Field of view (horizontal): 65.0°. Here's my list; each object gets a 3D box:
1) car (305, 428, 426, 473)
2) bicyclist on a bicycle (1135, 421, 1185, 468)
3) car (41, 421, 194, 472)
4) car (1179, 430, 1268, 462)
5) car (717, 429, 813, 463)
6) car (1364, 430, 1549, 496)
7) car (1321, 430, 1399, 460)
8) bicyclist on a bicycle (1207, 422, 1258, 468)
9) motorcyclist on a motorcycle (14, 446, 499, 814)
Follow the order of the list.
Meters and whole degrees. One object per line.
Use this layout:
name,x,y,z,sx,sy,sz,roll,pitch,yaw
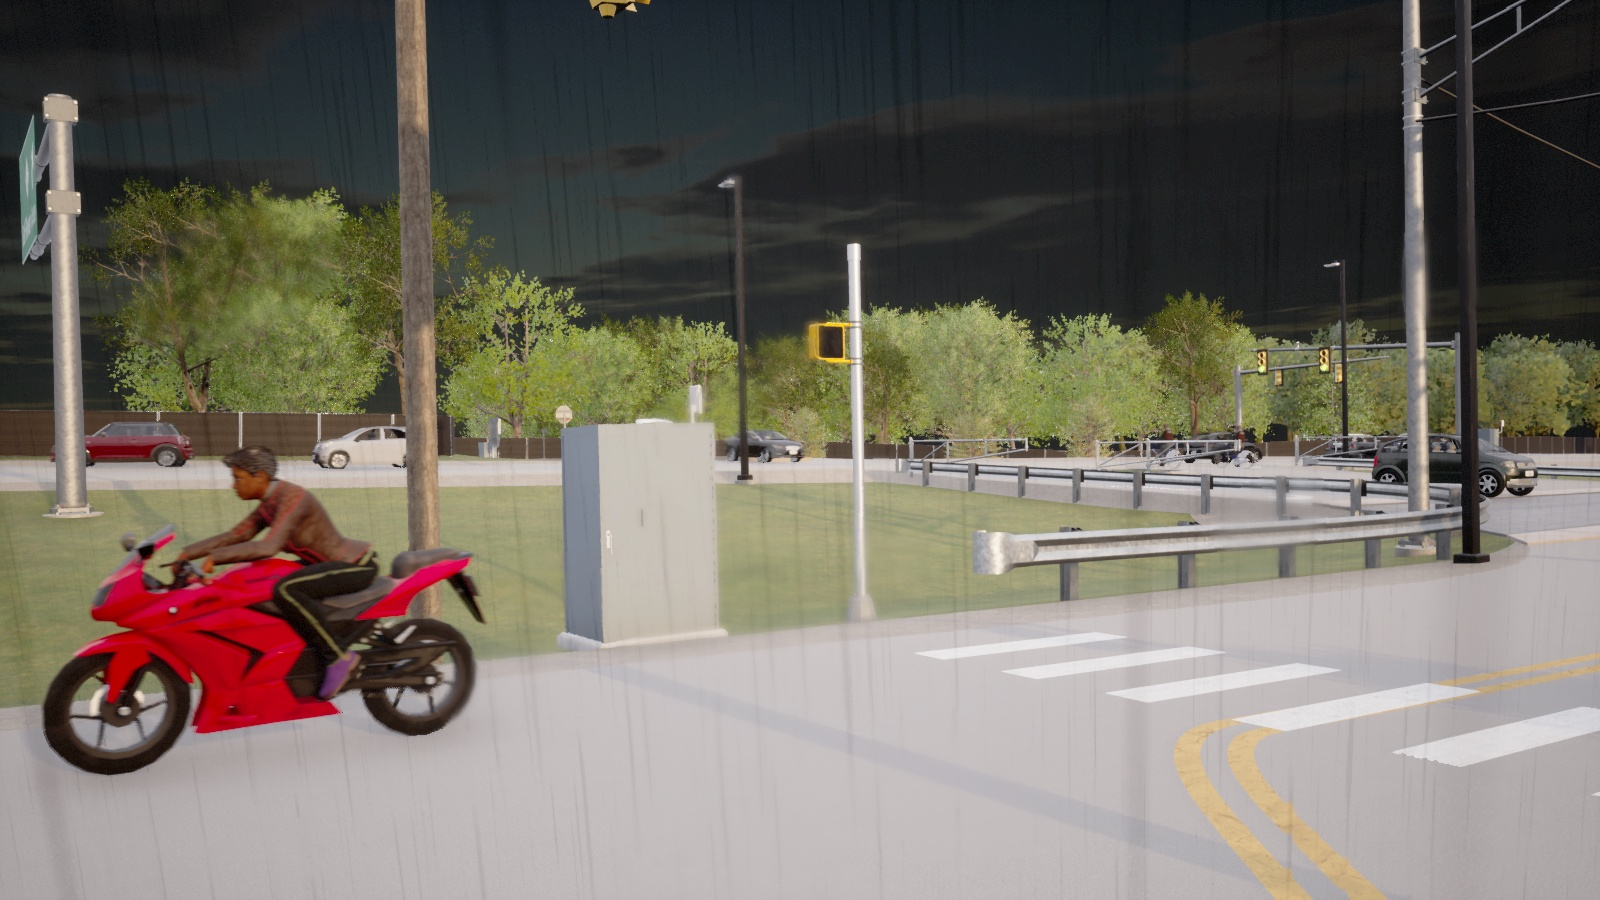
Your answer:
car,-15.178,0.008,43.909,3.633,1.501,1.845,0,0,-34
bicyclist on a bicycle,14.065,-0.225,49.066,0.659,1.776,1.843,-1,2,-36
car,-24.747,-0.141,45.742,4.553,1.767,2.097,0,0,-17
car,20.028,-0.167,59.383,4.193,1.474,1.816,0,0,-34
car,-1.669,-0.198,58.118,2.128,1.511,4.902,0,1,-34
car,16.435,0.310,31.579,1.789,1.549,3.705,-1,0,-34
car,29.307,-0.261,65.693,3.806,1.475,1.970,0,0,-34
bicyclist on a bicycle,17.369,-0.208,50.466,0.659,1.776,1.843,0,2,-36
motorcyclist on a motorcycle,-2.598,0.746,6.116,2.044,1.523,0.797,0,0,-35
